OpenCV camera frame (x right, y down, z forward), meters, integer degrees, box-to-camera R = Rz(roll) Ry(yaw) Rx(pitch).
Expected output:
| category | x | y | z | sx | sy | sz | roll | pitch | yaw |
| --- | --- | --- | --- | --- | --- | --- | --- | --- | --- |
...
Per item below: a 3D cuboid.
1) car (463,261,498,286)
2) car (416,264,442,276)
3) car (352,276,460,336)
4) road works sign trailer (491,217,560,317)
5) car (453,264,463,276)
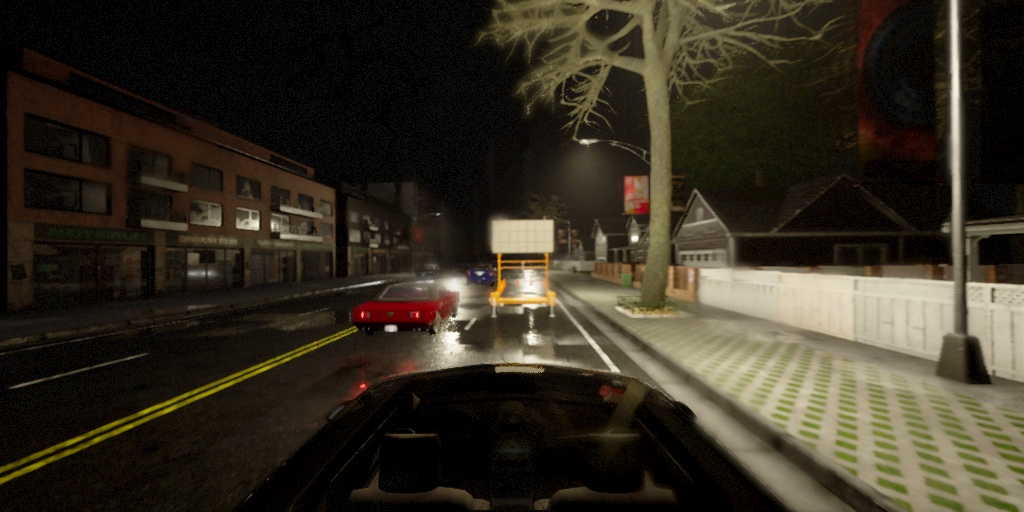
| category | x | y | z | sx | sy | sz | roll | pitch | yaw |
| --- | --- | --- | --- | --- | --- | --- | --- | --- | --- |
| car | -2.267 | 1.363 | 28.311 | 2.097 | 1.767 | 4.553 | 0 | -1 | 2 |
| car | -8.666 | 1.639 | 37.846 | 2.128 | 1.511 | 4.902 | 0 | -1 | 2 |
| car | -2.812 | 1.454 | 10.764 | 1.895 | 1.301 | 4.718 | 0 | -1 | 2 |
| road works sign trailer | 0.437 | 0.321 | 13.733 | 2.380 | 3.560 | 2.880 | 0 | 0 | 2 |
| car | -5.348 | 1.648 | 39.966 | 1.837 | 1.490 | 4.892 | 0 | -1 | 2 |
